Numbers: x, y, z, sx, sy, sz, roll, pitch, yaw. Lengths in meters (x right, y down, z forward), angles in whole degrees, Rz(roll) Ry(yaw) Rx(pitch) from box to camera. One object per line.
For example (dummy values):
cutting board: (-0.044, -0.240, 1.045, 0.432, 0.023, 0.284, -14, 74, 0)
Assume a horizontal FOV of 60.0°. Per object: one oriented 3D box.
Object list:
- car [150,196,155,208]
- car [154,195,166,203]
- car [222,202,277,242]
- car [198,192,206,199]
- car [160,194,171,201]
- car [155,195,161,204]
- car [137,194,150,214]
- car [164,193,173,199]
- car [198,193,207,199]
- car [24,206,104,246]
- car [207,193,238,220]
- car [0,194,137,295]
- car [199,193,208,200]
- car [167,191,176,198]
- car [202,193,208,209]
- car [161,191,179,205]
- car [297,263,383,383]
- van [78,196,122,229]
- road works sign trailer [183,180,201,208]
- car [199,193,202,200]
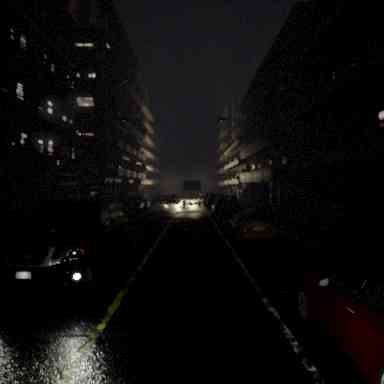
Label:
car: (-5.729, 1.318, 37.862, 2.008, 1.369, 4.403, -1, 0, 0)
car: (-5.734, 1.214, 60.269, 1.802, 1.307, 4.206, -1, 0, 0)
car: (2.670, 1.429, 15.599, 1.752, 1.417, 4.829, -1, 0, 0)
car: (2.628, 0.903, 88.254, 1.967, 1.590, 4.097, -1, 0, 0)
car: (-5.741, 1.115, 71.473, 2.008, 1.369, 4.403, -1, 0, 0)
car: (-5.731, 1.248, 54.667, 1.802, 1.307, 4.206, -1, 0, 0)
car: (-5.712, 1.117, 32.258, 2.192, 1.841, 5.009, -1, 0, 0)
car: (-5.747, 1.047, 82.677, 2.008, 1.369, 4.403, -1, 0, 0)
car: (2.633, 1.063, 82.653, 1.947, 1.339, 4.313, -1, 0, 0)
car: (-5.676, 1.455, 15.453, 2.008, 1.369, 4.403, -1, 0, 0)
car: (2.661, 1.151, 26.632, 2.192, 1.841, 5.009, -1, 0, 0)
car: (-3.106, 1.166, 8.890, 2.150, 2.045, 5.566, 0, 0, 0)
car: (2.636, 1.055, 77.221, 1.752, 1.417, 4.829, -1, 0, 0)
car: (-5.756, 0.745, 93.880, 2.192, 1.841, 5.009, -1, 0, 0)
car: (2.655, 1.083, 37.836, 2.192, 1.841, 5.009, -1, 0, 0)
car: (-3.104, 1.038, 51.353, 2.097, 1.767, 4.553, 0, 0, 0)
car: (2.678, 1.555, 4.226, 1.802, 1.307, 4.206, -1, 0, 0)
van: (-5.682, 1.211, 21.054, 1.690, 1.788, 3.998, -1, 0, 0)
road works sign trailer: (-0.022, 0.196, 43.678, 2.380, 3.560, 2.880, 0, 0, 1)
car: (2.649, 1.014, 49.040, 2.192, 1.841, 5.009, -1, 0, 0)
